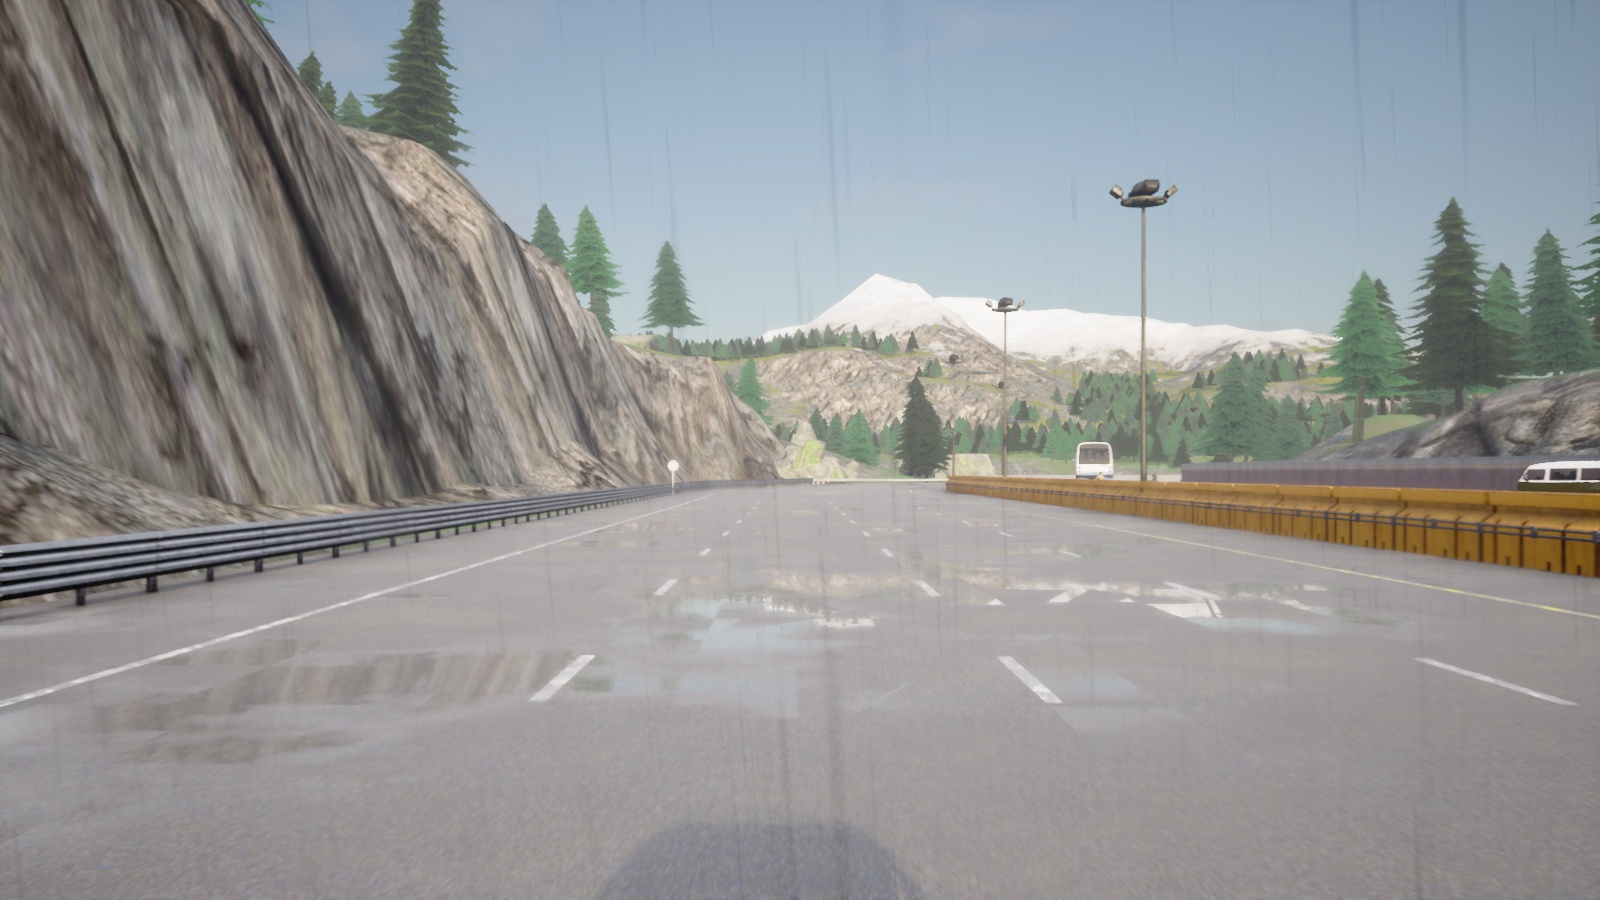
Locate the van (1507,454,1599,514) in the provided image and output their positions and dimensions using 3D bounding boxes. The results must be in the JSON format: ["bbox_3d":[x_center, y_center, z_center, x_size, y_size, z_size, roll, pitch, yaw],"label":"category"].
[{"bbox_3d":[28.072,1.179,45.041,2.069,2.038,4.480,-2,-1,-18],"label":"van"}]
